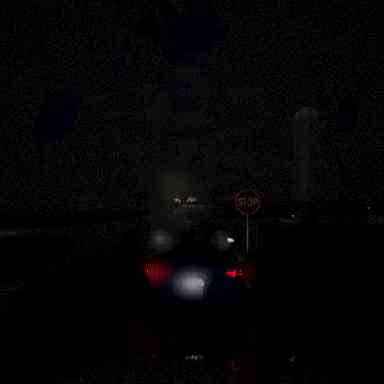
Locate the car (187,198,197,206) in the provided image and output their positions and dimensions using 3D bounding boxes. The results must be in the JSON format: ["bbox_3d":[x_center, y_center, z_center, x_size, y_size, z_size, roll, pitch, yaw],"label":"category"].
[{"bbox_3d":[-0.028,1.946,68.668,2.097,1.767,4.553,0,-1,0],"label":"car"}]

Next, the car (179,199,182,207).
[{"bbox_3d":[-2.858,1.858,47.295,1.895,1.301,4.718,0,-1,0],"label":"car"}]

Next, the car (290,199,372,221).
[{"bbox_3d":[9.799,1.236,23.676,5.357,1.411,2.033,-2,-1,-3],"label":"car"}]

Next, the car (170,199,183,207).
[{"bbox_3d":[-2.838,1.952,60.549,2.128,1.511,4.902,0,-1,0],"label":"car"}]

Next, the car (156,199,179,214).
[{"bbox_3d":[-2.869,1.694,37.376,2.033,1.411,5.357,0,0,0],"label":"car"}]

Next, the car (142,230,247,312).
[{"bbox_3d":[0.072,1.575,7.827,1.994,1.385,4.181,0,0,1],"label":"car"}]
